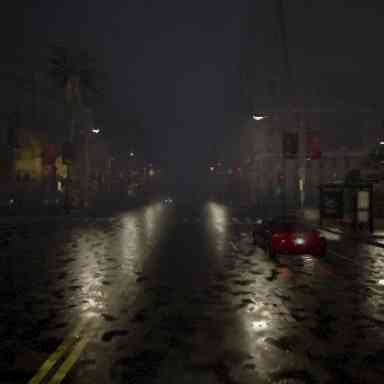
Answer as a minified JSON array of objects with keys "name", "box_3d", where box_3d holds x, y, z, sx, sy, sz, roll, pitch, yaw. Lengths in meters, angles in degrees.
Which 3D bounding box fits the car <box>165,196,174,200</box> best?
[{"name":"car","box_3d":[-6.551,1.721,95.048,1.895,1.301,4.718,0,0,7]}]

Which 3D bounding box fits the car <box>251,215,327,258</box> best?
[{"name":"car","box_3d":[3.557,1.581,12.876,1.994,1.385,4.181,0,0,0]}]
